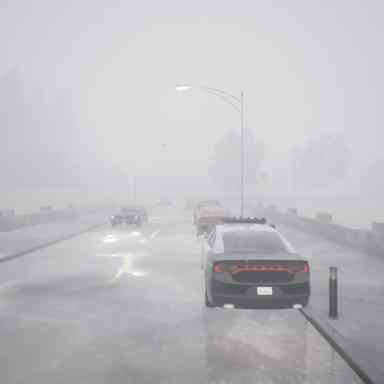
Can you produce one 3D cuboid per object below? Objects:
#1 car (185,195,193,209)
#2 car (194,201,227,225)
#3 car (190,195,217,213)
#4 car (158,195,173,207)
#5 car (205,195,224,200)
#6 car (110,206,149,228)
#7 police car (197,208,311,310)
[{"bbox_3d":[0.012,1.491,44.786,2.128,1.511,4.902,0,0,1],"label":"car"},{"bbox_3d":[1.199,1.478,17.959,1.882,1.535,5.008,0,0,0],"label":"car"},{"bbox_3d":[1.146,1.300,23.929,2.097,1.767,4.553,-3,0,0],"label":"car"},{"bbox_3d":[-4.076,1.352,51.539,2.097,1.767,4.553,0,0,0],"label":"car"},{"bbox_3d":[6.310,1.455,93.406,5.357,1.415,2.033,0,0,-40],"label":"car"},{"bbox_3d":[-4.102,1.601,22.322,1.895,1.301,4.718,0,0,0],"label":"car"},{"bbox_3d":[1.200,1.425,8.069,1.930,1.638,5.238,0,0,0],"label":"police car"}]
